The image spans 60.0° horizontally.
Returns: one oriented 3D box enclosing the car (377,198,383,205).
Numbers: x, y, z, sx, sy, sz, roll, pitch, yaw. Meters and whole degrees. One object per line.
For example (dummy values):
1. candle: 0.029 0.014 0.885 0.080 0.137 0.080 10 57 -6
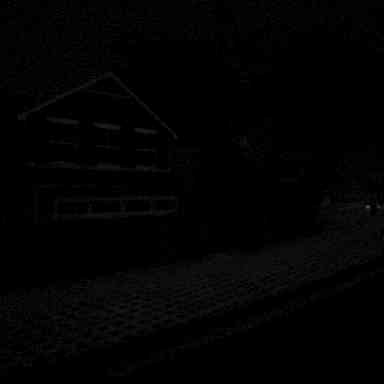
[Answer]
1. car: 30.666 1.567 52.029 1.994 1.385 4.181 0 0 10
